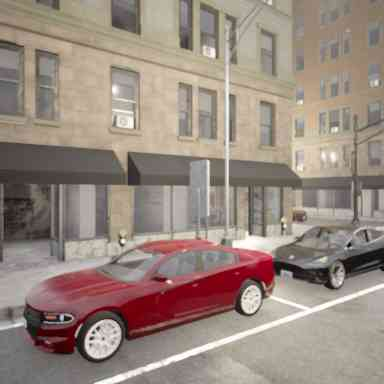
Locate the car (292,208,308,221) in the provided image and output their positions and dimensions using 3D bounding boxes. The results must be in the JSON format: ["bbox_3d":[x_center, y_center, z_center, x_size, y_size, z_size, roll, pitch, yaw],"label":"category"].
[{"bbox_3d":[6.543,1.544,25.787,1.882,1.535,5.008,0,0,-36],"label":"car"}]

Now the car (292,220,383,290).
[{"bbox_3d":[3.987,1.565,9.113,4.313,1.339,1.947,0,0,-36],"label":"car"}]

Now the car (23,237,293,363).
[{"bbox_3d":[-0.469,1.544,5.871,4.507,1.381,1.887,0,0,-36],"label":"car"}]
